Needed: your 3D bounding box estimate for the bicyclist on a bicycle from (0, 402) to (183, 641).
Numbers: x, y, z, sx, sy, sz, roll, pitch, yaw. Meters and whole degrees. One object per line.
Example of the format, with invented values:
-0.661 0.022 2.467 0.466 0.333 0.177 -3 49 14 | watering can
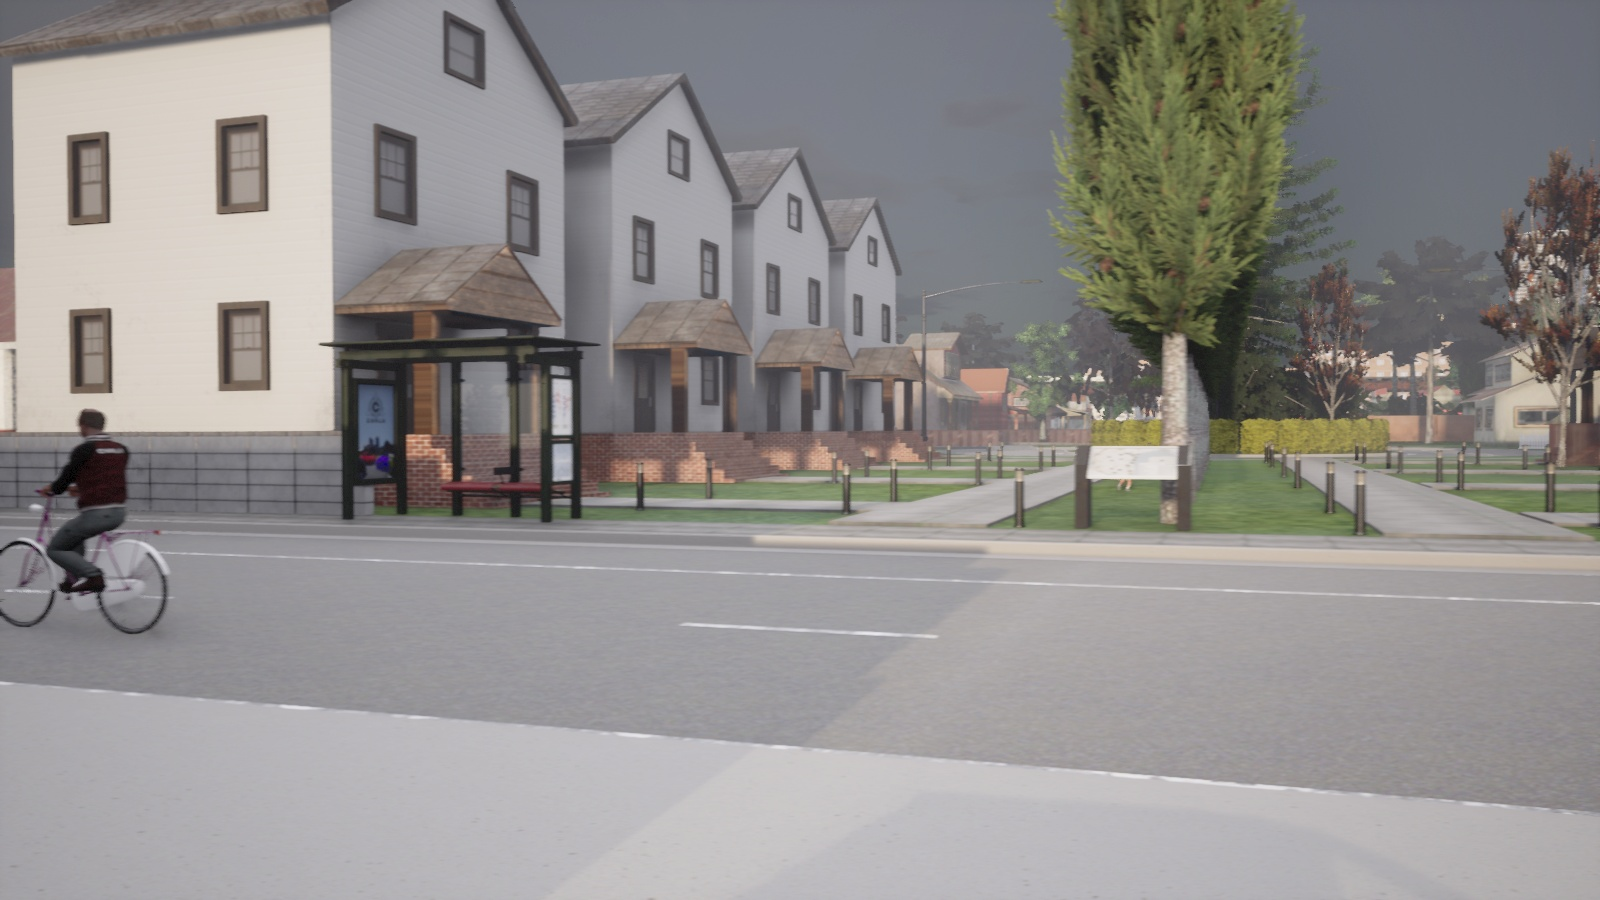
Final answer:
-5.863 0.514 9.924 1.843 1.776 0.659 1 1 19 | bicyclist on a bicycle
